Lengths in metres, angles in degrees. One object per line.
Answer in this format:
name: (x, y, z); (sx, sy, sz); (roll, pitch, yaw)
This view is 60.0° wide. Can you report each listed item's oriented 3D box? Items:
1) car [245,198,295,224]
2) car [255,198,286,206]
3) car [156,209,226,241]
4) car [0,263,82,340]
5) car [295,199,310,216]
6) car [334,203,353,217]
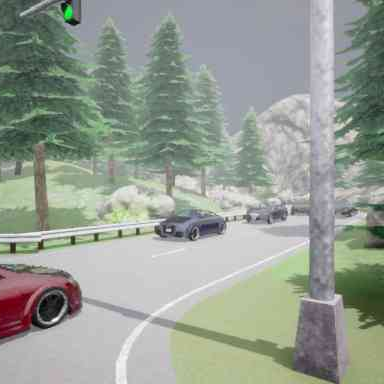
car: (5.713, 1.507, 25.145); (2.128, 1.511, 4.902); (0, 0, 35)
car: (13.348, 1.626, 56.698); (4.718, 1.301, 1.895); (0, 0, 39)
car: (0.052, 1.579, 16.969); (1.994, 1.385, 4.181); (0, 0, 35)
car: (-3.824, 1.629, 5.042); (1.994, 1.385, 4.181); (0, -1, 35)
car: (11.313, 1.520, 33.691); (1.837, 1.490, 4.892); (0, 0, 28)
car: (14.217, 1.641, 31.120); (1.895, 1.301, 4.718); (0, 0, 34)
